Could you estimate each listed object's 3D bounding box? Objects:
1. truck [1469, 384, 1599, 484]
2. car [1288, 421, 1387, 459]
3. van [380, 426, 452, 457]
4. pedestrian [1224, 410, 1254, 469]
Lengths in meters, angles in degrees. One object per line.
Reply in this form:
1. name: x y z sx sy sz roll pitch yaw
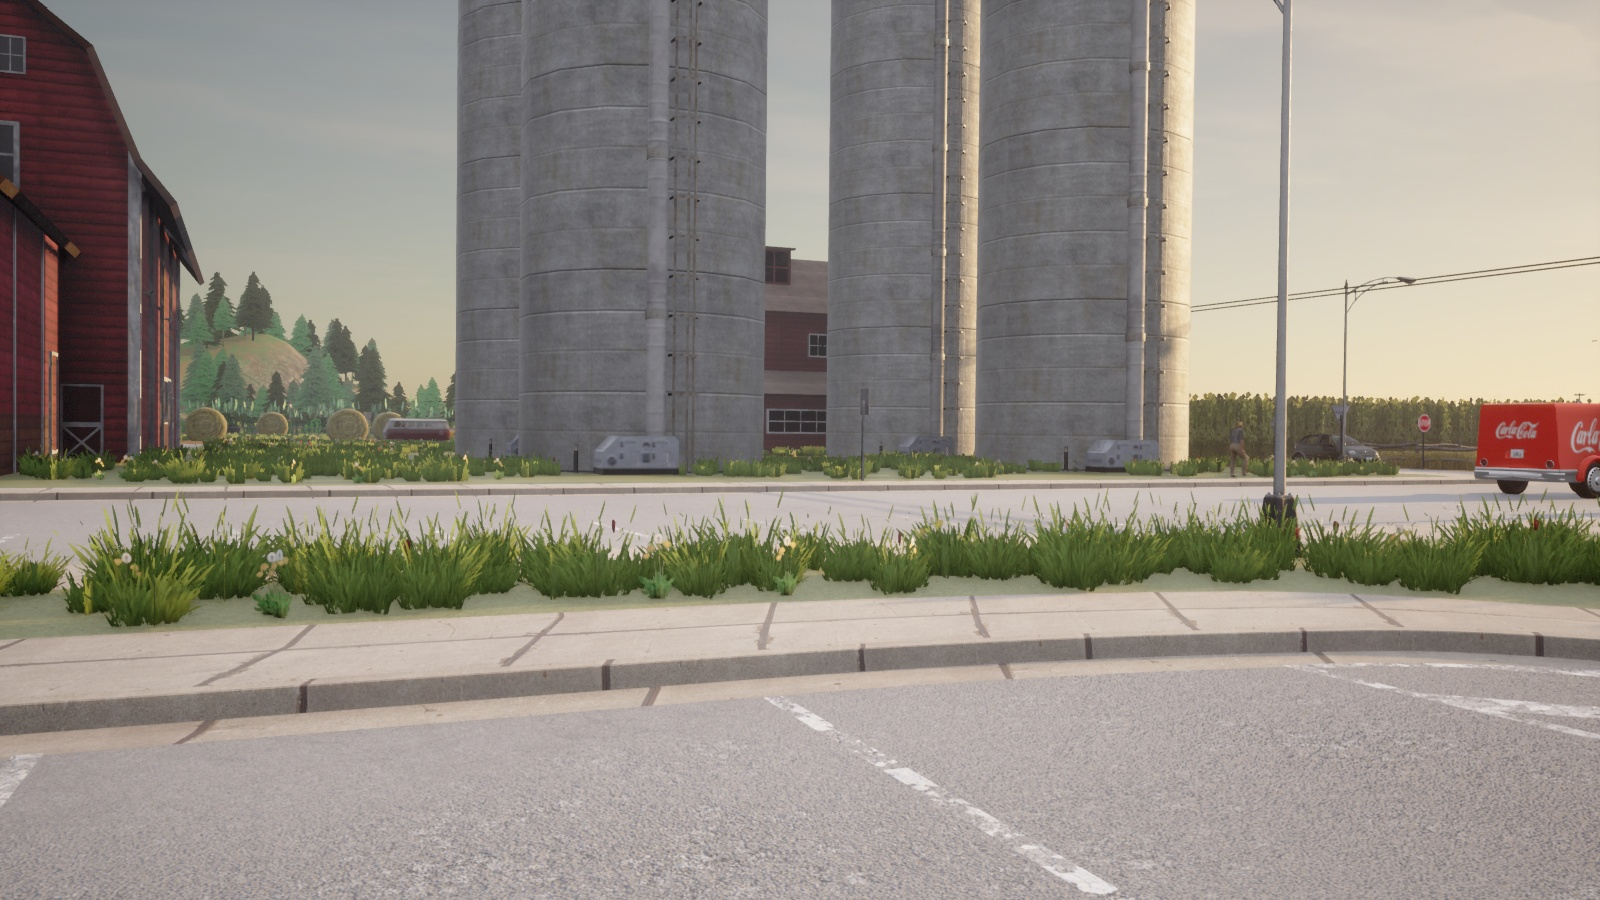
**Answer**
1. truck: 20.825 -0.458 33.489 5.204 2.467 2.627 -1 1 -24
2. car: 23.730 -0.465 55.622 1.851 1.617 3.988 -1 1 -18
3. van: -26.086 -0.581 85.274 4.442 1.987 1.775 -1 1 -24
4. pedestrian: 13.822 -0.339 39.545 0.694 1.848 0.540 -1 1 -29
